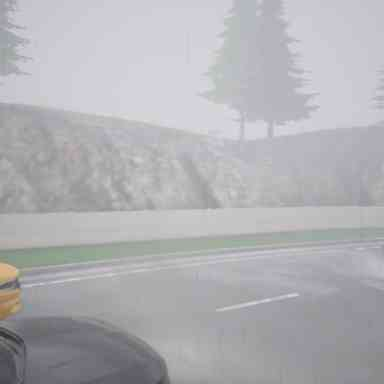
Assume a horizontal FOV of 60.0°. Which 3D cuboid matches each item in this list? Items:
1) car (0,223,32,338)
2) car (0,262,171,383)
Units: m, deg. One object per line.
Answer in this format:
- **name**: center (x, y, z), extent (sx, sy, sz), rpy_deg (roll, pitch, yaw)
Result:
- **car**: center (-5.071, 1.407, 4.444), extent (5.008, 1.535, 1.882), rpy_deg (0, 0, -38)
- **car**: center (-2.361, 1.473, 1.807), extent (4.892, 1.490, 1.837), rpy_deg (0, 0, -36)
